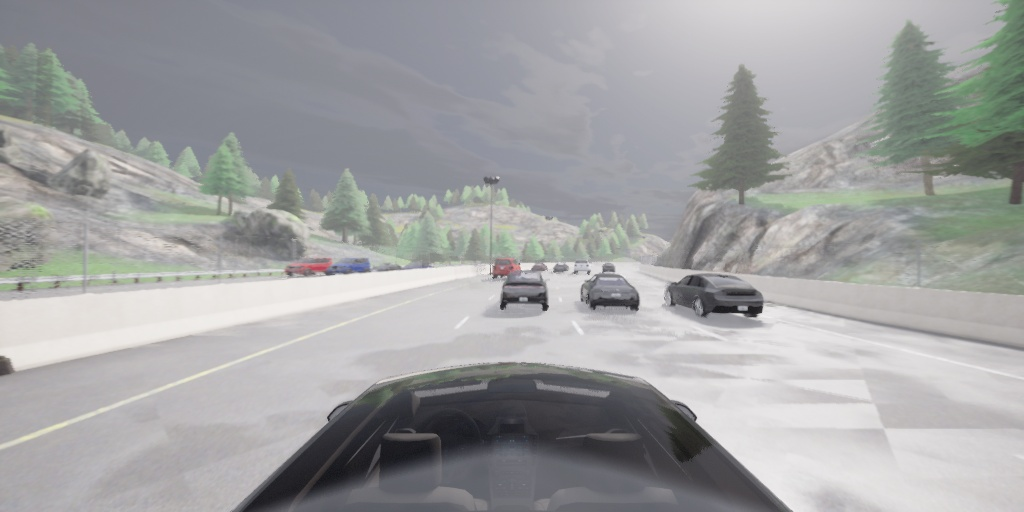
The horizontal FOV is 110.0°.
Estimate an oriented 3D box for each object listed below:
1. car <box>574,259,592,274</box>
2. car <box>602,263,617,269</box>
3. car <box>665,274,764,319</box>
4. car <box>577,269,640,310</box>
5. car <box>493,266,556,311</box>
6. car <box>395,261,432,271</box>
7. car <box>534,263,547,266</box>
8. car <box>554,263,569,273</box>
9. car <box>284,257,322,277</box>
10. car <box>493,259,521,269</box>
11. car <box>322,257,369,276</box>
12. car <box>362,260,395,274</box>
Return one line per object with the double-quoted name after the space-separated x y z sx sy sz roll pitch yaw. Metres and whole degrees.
10.301 1.509 51.971 2.150 2.045 5.566 0 0 16 "car"
14.632 1.843 54.058 1.837 1.490 4.892 -1 -1 17 "car"
7.501 1.422 13.810 1.837 1.490 4.892 0 0 4 "car"
4.156 1.473 15.686 1.994 1.385 4.181 0 0 5 "car"
0.591 1.372 15.404 2.128 1.511 4.902 0 0 4 "car"
-10.519 1.370 39.493 2.097 1.767 4.553 0 0 11 "car"
4.416 1.809 56.458 1.812 1.442 4.674 0 -1 17 "car"
7.639 1.787 55.044 2.128 1.511 4.902 0 -1 17 "car"
-21.440 1.149 38.302 2.150 2.045 5.566 0 -1 10 "car"
-0.416 1.286 36.213 2.150 2.045 5.566 0 0 10 "car"
-17.696 1.186 39.333 2.150 2.045 5.566 0 -1 10 "car"
-13.997 1.490 39.960 2.128 1.511 4.902 0 -1 11 "car"
